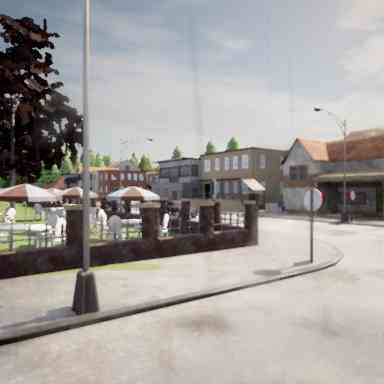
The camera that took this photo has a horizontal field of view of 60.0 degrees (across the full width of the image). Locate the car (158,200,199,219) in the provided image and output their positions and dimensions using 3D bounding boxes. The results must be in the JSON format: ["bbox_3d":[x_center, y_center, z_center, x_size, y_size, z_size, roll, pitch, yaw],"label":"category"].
[{"bbox_3d":[-1.351,1.514,29.686,1.837,1.490,4.892,0,0,-35],"label":"car"}]

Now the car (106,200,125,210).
[{"bbox_3d":[-9.280,1.536,40.840,1.812,1.442,4.674,0,1,-36],"label":"car"}]
